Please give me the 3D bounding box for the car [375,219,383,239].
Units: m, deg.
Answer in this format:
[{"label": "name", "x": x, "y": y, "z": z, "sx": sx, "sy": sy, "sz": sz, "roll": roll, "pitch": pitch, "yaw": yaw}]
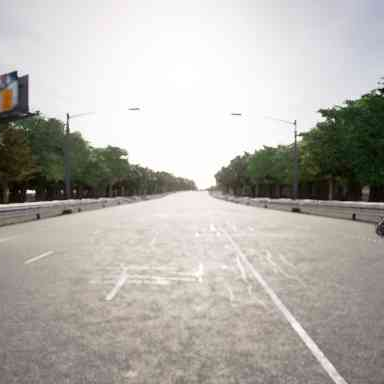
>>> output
[{"label": "car", "x": 9.727, "y": 1.404, "z": 13.754, "sx": 1.994, "sy": 1.385, "sz": 4.181, "roll": 0, "pitch": 0, "yaw": -11}]
